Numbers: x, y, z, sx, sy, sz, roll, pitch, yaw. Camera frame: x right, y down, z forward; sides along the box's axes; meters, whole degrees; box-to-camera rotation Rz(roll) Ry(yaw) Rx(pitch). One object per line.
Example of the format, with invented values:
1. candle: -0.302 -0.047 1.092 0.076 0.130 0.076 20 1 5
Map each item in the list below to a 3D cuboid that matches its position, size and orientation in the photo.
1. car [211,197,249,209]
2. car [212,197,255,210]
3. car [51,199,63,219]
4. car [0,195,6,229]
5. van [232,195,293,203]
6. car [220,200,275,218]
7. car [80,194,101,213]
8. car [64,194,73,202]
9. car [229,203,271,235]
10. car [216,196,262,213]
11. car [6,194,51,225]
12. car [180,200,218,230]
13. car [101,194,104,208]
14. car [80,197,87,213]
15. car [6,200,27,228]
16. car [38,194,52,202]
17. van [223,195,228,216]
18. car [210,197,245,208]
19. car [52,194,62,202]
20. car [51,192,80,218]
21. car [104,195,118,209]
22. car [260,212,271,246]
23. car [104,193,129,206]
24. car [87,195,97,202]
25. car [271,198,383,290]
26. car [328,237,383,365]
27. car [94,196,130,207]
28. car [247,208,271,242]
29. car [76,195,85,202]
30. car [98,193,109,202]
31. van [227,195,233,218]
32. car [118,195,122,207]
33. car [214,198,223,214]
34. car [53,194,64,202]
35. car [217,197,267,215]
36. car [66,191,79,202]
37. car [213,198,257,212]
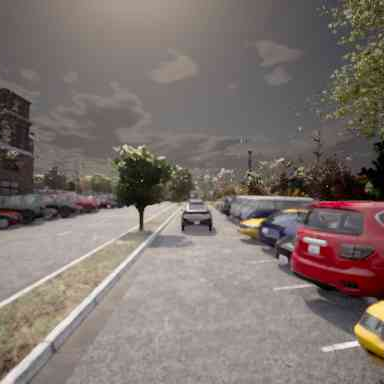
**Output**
1. car: 5.352 1.546 47.295 4.892 1.521 2.231 1 0 -19
2. car: 5.485 1.541 43.969 5.366 1.575 1.946 1 0 -19
3. car: -13.071 1.527 26.369 4.792 1.488 2.163 -1 0 -19
4. car: -13.239 1.234 17.329 5.566 2.045 2.435 -1 0 -19
5. van: 4.900 1.283 19.218 4.442 1.987 1.878 1 0 -19
6. car: 5.149 1.566 31.164 4.674 1.452 2.002 1 0 -19
7. car: -12.959 1.259 35.391 5.566 2.045 2.435 -1 0 -19
8. car: -32.374 1.636 87.386 2.185 1.767 4.553 1 -3 -19
9. car: 4.795 1.501 16.220 5.366 1.575 1.946 1 0 -19
10. car: 5.254 1.408 37.126 4.553 1.767 2.185 1 0 -19
11. car: -13.164 1.243 23.337 5.566 2.045 2.435 -1 0 -19
12. car: 0.300 1.519 21.228 2.128 1.511 4.902 0 0 1
13. car: -12.906 1.389 38.387 4.553 1.767 2.185 -1 0 -19
14. car: -12.994 1.536 32.381 4.792 1.488 2.163 -1 0 -19
15. car: -13.177 1.489 20.347 5.008 1.535 2.097 -1 0 -19
16. car: -31.104 1.226 70.366 2.231 1.521 4.892 0 -1 -18
17. van: 4.968 1.291 25.173 4.442 1.987 1.878 1 0 -19
18. car: 5.409 1.550 50.689 4.892 1.521 2.231 1 0 -19
19. car: -35.400 1.636 87.459 2.185 1.767 4.553 1 -3 -18
20. car: -13.038 1.250 29.377 5.566 2.045 2.435 -1 0 -19
21. car: -12.843 1.524 44.405 5.008 1.535 2.097 -1 0 -19
22. car: 4.875 1.529 10.319 4.792 1.488 2.163 1 0 -19
23. car: -12.766 1.269 50.430 5.566 2.045 2.435 -1 0 -19
24. car: -26.324 1.760 87.198 2.231 1.521 4.892 1 -3 -19
25. car: 4.898 1.245 7.370 5.566 2.045 2.435 1 0 -19
26. car: 4.672 1.487 4.319 5.366 1.575 1.946 1 0 -19
27. car: -12.864 1.509 53.407 5.366 1.575 1.946 -1 1 -19
28. car: 4.962 1.533 13.321 4.792 1.488 2.163 1 0 -19
29. car: -29.338 1.632 87.246 2.185 1.767 4.553 1 -3 -19
30. car: -23.320 1.508 87.145 2.435 2.045 5.566 1 -3 -18
31. van: 4.934 1.287 22.196 4.442 1.987 1.878 1 0 -19
32. car: -12.789 1.565 47.429 4.674 1.452 2.002 -1 0 -19
33. car: 5.141 1.271 28.202 5.566 2.045 2.435 1 0 -19
34. car: -28.147 1.264 70.293 2.002 1.452 4.674 1 -1 -19
35. car: 5.155 1.403 34.137 4.553 1.767 2.185 1 0 -19
36. car: -25.173 0.972 70.197 2.435 2.045 5.566 1 -1 -18
37. car: 5.242 1.566 40.496 4.792 1.488 2.163 1 0 -19
